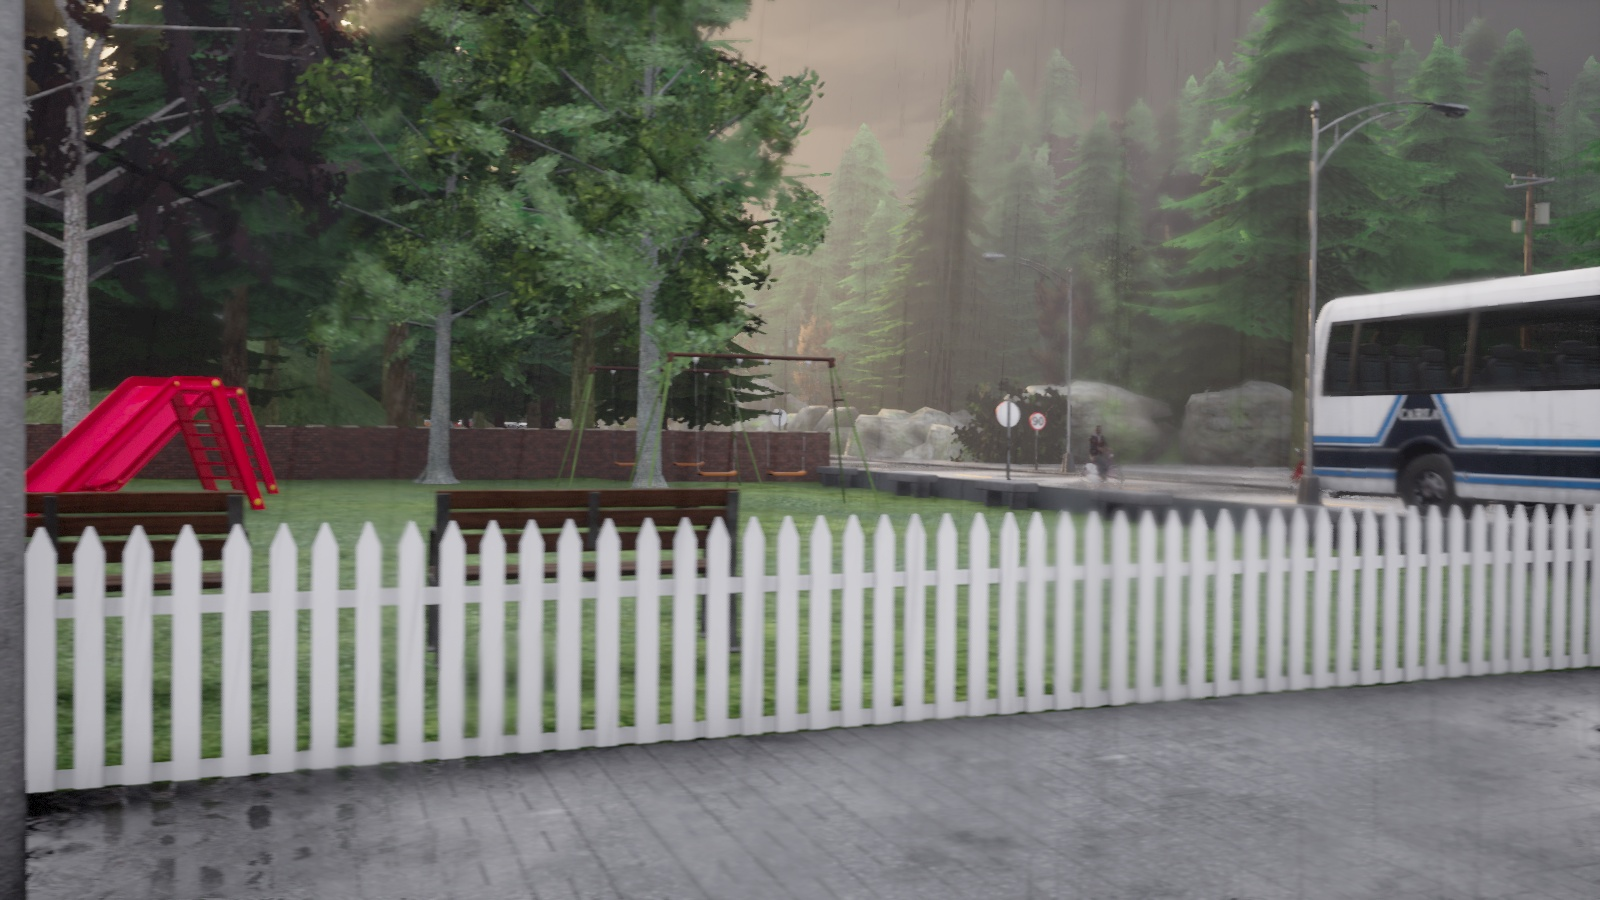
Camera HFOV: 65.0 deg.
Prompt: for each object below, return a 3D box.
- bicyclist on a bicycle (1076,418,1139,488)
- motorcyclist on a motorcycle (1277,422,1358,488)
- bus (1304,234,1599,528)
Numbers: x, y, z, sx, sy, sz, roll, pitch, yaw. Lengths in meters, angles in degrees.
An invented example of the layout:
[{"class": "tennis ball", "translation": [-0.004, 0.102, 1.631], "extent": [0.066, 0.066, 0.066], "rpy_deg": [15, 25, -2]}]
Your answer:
[{"class": "bicyclist on a bicycle", "translation": [8.054, 0.056, 32.968], "extent": [0.659, 1.776, 1.843], "rpy_deg": [-1, 1, -21]}, {"class": "motorcyclist on a motorcycle", "translation": [12.926, 0.114, 31.427], "extent": [0.866, 1.590, 1.817], "rpy_deg": [-1, 1, -21]}, {"class": "bus", "translation": [13.170, -1.028, 19.525], "extent": [3.944, 4.253, 10.273], "rpy_deg": [-1, 1, -21]}]
